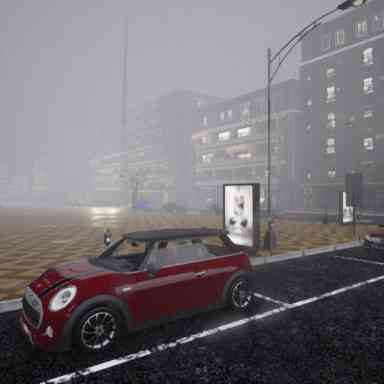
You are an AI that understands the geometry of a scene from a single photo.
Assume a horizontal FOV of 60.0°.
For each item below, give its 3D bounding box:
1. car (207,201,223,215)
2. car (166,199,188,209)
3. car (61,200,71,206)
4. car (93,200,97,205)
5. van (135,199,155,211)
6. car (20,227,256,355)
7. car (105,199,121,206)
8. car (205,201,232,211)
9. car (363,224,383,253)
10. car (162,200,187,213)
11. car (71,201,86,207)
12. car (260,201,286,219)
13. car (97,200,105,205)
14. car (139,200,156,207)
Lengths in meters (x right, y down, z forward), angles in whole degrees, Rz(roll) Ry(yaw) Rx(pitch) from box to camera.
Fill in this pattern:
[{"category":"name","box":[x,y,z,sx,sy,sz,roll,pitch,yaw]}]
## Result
[{"category":"car","box":[3.720,1.967,36.828,2.008,1.369,4.403,-2,0,-36]},{"category":"car","box":[-2.647,2.117,59.812,1.967,1.590,4.097,-2,0,-36]},{"category":"car","box":[-32.524,2.860,86.218,1.887,1.381,4.507,-2,0,-36]},{"category":"car","box":[-25.778,2.796,91.189,1.887,1.381,4.507,-2,0,-36]},{"category":"van","box":[-7.411,2.033,52.093,1.690,1.788,3.998,-2,0,-36]},{"category":"car","box":[-0.809,1.440,6.013,4.097,1.590,1.967,0,0,-36]},{"category":"car","box":[-19.172,2.526,82.223,1.967,1.590,4.097,-2,0,-36]},{"category":"car","box":[4.025,2.095,50.891,1.802,1.307,4.206,-2,0,-36]},{"category":"car","box":[8.138,1.580,12.508,4.206,1.307,1.802,0,0,-36]},{"category":"car","box":[-2.431,2.113,45.250,1.887,1.381,4.507,-2,0,-36]},{"category":"car","box":[-25.915,2.702,77.252,2.008,1.369,4.403,-2,0,-36]},{"category":"car","box":[7.025,1.886,32.345,2.008,1.369,4.403,-2,0,-36]},{"category":"car","box":[-22.473,2.734,86.706,1.947,1.339,4.313,-2,0,-36]},{"category":"car","box":[-9.256,2.422,68.775,1.802,1.307,4.206,-2,0,-36]}]
